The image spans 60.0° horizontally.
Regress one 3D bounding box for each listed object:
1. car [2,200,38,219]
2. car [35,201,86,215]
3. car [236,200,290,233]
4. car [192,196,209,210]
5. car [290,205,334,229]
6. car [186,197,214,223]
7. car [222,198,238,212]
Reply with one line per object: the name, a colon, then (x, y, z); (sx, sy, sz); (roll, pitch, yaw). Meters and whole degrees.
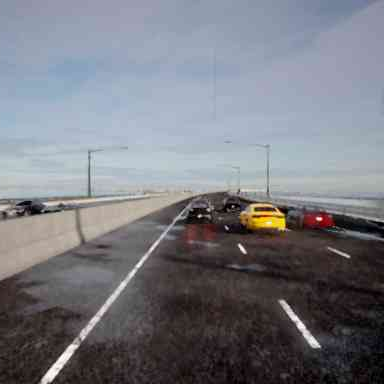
car: (-13.542, 1.357, 27.256); (1.812, 1.442, 4.674); (0, 0, 2)
car: (-10.071, 1.458, 26.258); (1.895, 1.301, 4.718); (0, 0, 2)
car: (3.962, 1.446, 19.331); (1.882, 1.535, 5.008); (0, 0, 1)
car: (1.087, 1.364, 42.058); (2.128, 1.511, 4.902); (0, 0, 2)
car: (7.515, 1.548, 21.512); (1.994, 1.385, 4.181); (0, 0, 1)
car: (0.590, 1.421, 24.685); (2.128, 1.511, 4.902); (0, 0, 1)
car: (4.462, 1.386, 37.935); (1.882, 1.535, 5.008); (0, 0, 2)
